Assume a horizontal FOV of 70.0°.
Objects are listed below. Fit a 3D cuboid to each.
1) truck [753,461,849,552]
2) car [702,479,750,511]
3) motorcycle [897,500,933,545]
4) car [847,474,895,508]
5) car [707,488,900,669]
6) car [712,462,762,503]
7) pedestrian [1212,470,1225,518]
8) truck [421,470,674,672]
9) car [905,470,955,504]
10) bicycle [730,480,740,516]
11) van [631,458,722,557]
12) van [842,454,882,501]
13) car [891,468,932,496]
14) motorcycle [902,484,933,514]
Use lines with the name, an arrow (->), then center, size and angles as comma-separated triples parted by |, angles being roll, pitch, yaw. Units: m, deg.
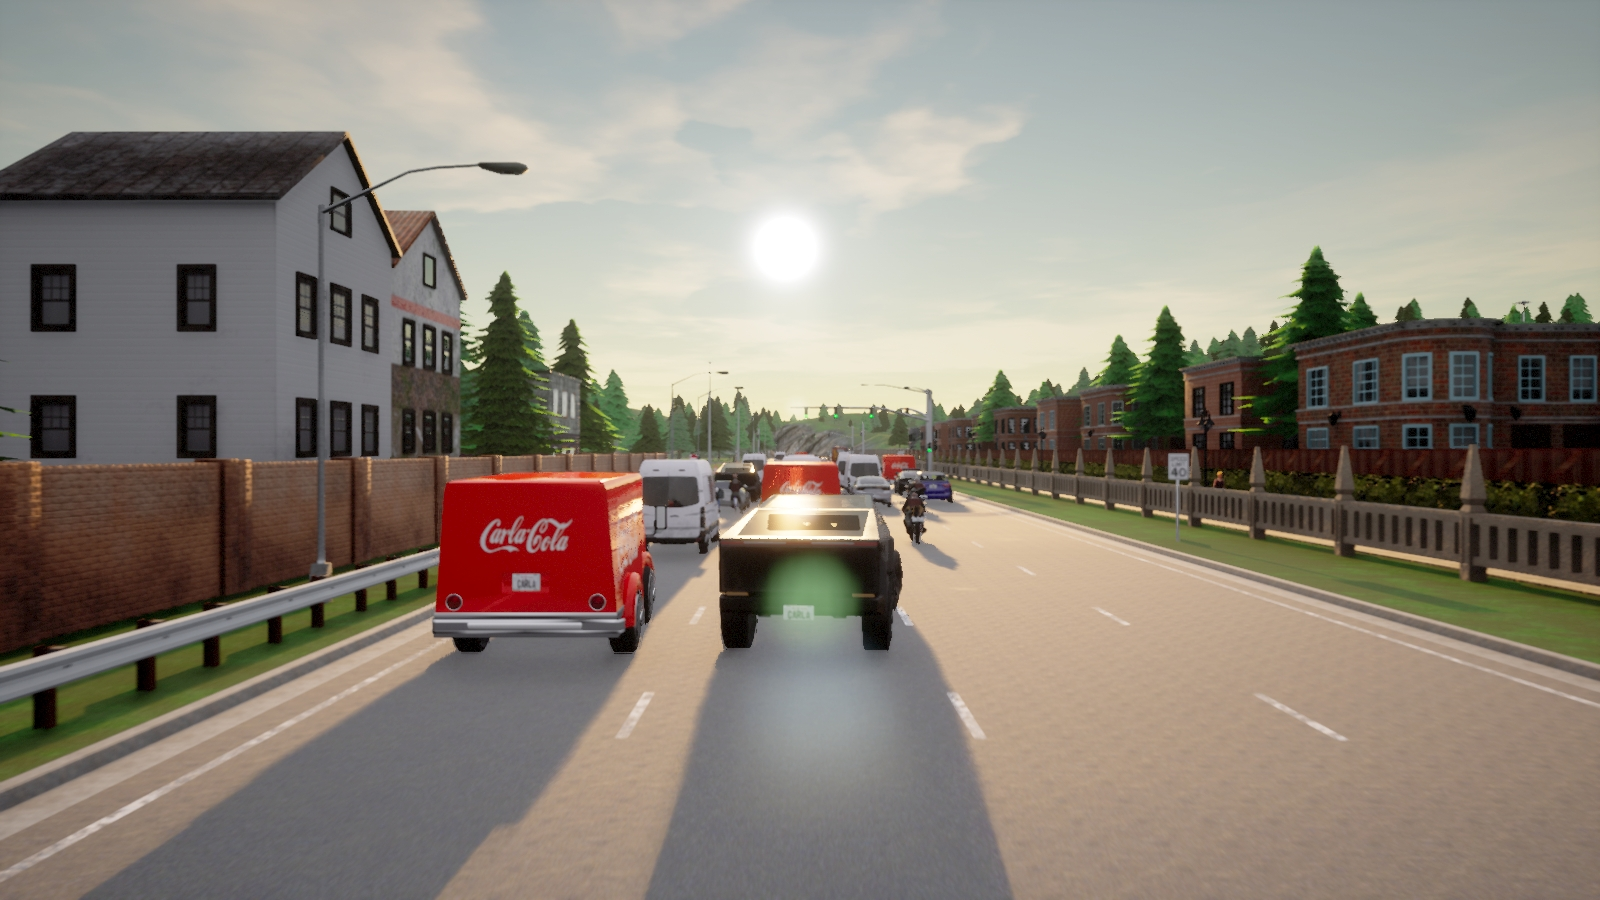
truck -> 0.031, 1.576, 33.825 | 2.627, 2.467, 5.204 | 0, 0, 0
car -> -3.500, 2.137, 54.811 | 1.994, 1.385, 4.181 | 0, 0, 0
motorcycle -> 3.541, 2.216, 35.356 | 0.867, 1.251, 2.209 | 0, 0, 0
car -> 3.558, 2.053, 57.781 | 2.097, 1.535, 5.006 | 0, 0, 0
car -> 0.307, 1.759, 17.892 | 2.390, 2.098, 6.274 | 0, 0, 6
car -> -3.437, 1.774, 63.523 | 2.390, 2.098, 6.274 | 0, 0, 0
pedestrian -> 16.444, 1.716, 44.849 | 0.375, 1.860, 0.375 | 0, 0, 0
truck -> -3.484, 1.575, 17.071 | 2.627, 2.467, 5.204 | 0, 0, 0
car -> 7.060, 1.988, 62.532 | 2.242, 1.667, 4.611 | 0, 0, 0
bicycle -> -2.828, 2.076, 49.605 | 0.329, 1.471, 1.835 | 0, 0, -5
van -> -3.473, 1.545, 33.140 | 1.988, 2.561, 5.915 | 0, 0, 0
van -> 3.596, 1.557, 66.815 | 1.988, 2.561, 5.915 | 0, 0, 0
car -> 7.071, 2.006, 72.756 | 2.097, 1.638, 5.238 | 0, 0, 0
motorcycle -> 5.345, 2.222, 52.028 | 0.867, 1.251, 2.209 | 0, 0, -10
